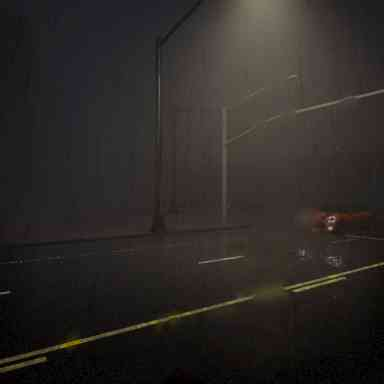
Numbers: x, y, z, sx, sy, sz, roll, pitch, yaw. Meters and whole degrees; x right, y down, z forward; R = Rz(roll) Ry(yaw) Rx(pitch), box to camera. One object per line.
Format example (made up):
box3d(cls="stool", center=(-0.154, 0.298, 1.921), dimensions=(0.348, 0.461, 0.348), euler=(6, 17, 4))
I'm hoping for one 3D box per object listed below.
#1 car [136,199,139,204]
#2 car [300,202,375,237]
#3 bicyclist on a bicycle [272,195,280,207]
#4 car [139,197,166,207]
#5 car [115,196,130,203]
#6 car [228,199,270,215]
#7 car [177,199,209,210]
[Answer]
box3d(cls="car", center=(-8.606, 1.564, 61.046), dimensions=(1.994, 1.385, 4.181), euler=(0, 0, -35))
box3d(cls="car", center=(8.027, 1.352, 18.265), dimensions=(4.553, 1.767, 2.097), euler=(0, 0, -35))
box3d(cls="bicyclist on a bicycle", center=(11.500, 1.303, 45.517), dimensions=(1.656, 1.620, 0.582), euler=(0, 0, -36))
box3d(cls="car", center=(-5.791, 1.478, 50.846), dimensions=(1.882, 1.535, 5.008), euler=(0, 0, -35))
box3d(cls="car", center=(-14.417, 1.468, 69.097), dimensions=(1.812, 1.442, 4.674), euler=(0, 0, -36))
box3d(cls="car", center=(5.856, 1.491, 34.519), dimensions=(2.128, 1.511, 4.902), euler=(0, 0, -36))
box3d(cls="car", center=(0.073, 1.601, 42.620), dimensions=(1.895, 1.301, 4.718), euler=(0, 0, -36))
